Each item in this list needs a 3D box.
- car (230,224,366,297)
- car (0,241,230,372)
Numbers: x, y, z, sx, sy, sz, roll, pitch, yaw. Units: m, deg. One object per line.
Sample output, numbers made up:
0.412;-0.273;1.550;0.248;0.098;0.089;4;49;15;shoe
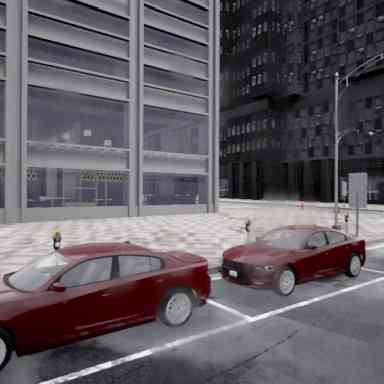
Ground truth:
2.738;1.551;8.636;4.507;1.381;1.887;0;0;-36;car
-1.753;1.546;5.417;4.507;1.381;1.887;0;0;-36;car
